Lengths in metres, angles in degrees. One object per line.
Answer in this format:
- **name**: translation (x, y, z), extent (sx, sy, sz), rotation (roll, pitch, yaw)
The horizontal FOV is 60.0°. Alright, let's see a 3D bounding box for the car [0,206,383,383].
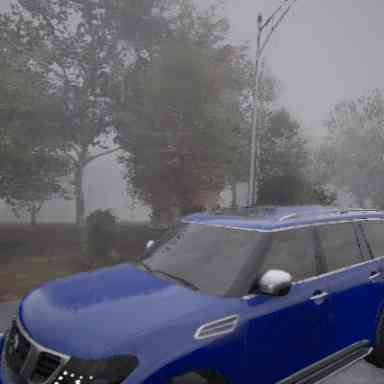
- **car**: translation (0.744, 1.239, 4.212), extent (5.566, 2.045, 2.150), rotation (0, 0, -35)
